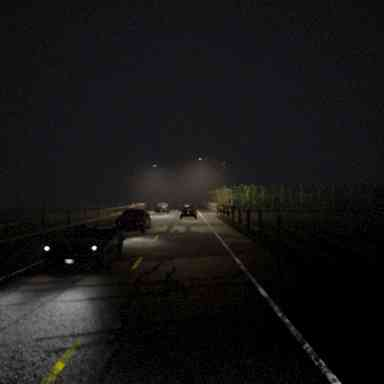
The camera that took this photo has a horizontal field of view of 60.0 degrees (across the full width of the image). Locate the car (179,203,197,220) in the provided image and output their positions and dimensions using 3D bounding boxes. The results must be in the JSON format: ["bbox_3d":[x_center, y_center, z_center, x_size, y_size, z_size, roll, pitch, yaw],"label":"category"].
[{"bbox_3d":[-0.400,2.136,35.420,2.033,1.411,5.357,0,-1,-1],"label":"car"}]

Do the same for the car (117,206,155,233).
[{"bbox_3d":[-3.894,1.878,22.596,1.882,1.535,5.008,0,-1,-1],"label":"car"}]

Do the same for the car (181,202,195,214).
[{"bbox_3d":[-0.589,2.278,47.754,1.882,1.535,5.008,0,-1,-1],"label":"car"}]

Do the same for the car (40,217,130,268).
[{"bbox_3d":[-3.748,1.831,12.305,1.895,1.301,4.718,0,-1,-1],"label":"car"}]

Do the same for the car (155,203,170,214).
[{"bbox_3d":[-4.178,2.346,47.029,2.128,1.511,4.902,0,-1,-1],"label":"car"}]
